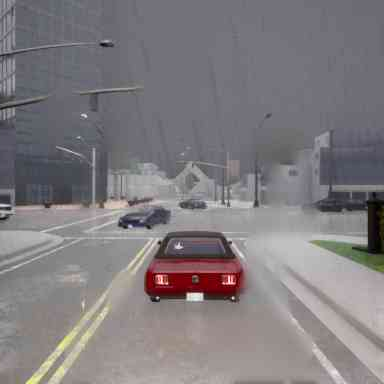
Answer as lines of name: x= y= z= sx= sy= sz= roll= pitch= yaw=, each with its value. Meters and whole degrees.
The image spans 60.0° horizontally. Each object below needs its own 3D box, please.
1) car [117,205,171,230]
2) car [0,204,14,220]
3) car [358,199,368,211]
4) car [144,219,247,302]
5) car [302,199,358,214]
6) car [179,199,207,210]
car: x=-2.892 y=1.565 z=21.585 sx=2.033 sy=1.411 sz=5.357 roll=0 pitch=0 yaw=14
car: x=-17.335 y=1.339 z=26.611 sx=5.566 sy=2.045 sz=2.150 roll=-1 pitch=0 yaw=0
car: x=18.857 y=1.506 z=37.605 sx=5.357 sy=1.411 sz=2.033 roll=0 pitch=0 yaw=-1
car: x=0.072 y=1.601 z=8.208 sx=1.895 sy=1.301 sz=4.718 roll=0 pitch=0 yaw=0
car: x=13.821 y=1.494 z=34.056 sx=4.892 sy=1.490 sz=1.837 roll=0 pitch=0 yaw=0
car: x=0.071 y=1.555 z=42.454 sx=2.033 sy=1.411 sz=5.357 roll=0 pitch=0 yaw=-24
